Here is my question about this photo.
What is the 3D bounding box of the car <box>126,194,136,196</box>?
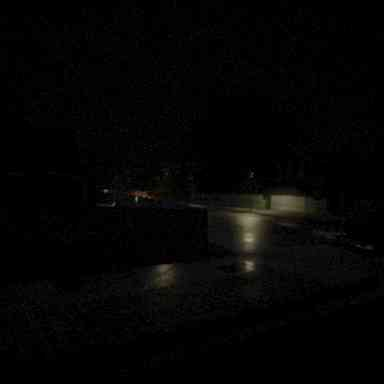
[{"bbox_3d":[-9.677,1.016,52.587,1.895,1.301,4.718,0,1,-29],"label":"car"}]

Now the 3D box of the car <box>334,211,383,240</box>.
[{"bbox_3d":[8.723,1.466,13.923,2.033,1.411,5.357,0,1,-28],"label":"car"}]
